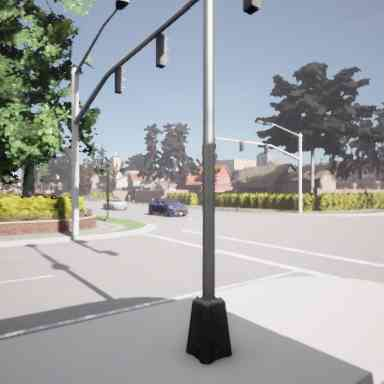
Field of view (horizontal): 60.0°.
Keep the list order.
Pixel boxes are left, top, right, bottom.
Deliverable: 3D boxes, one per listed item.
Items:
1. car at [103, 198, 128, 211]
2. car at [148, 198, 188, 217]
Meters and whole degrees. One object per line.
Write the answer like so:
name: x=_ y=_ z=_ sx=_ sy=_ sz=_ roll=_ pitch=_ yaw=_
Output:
car: x=-9.618 y=1.517 z=41.476 sx=1.812 sy=1.442 sz=4.674 roll=0 pitch=0 yaw=-36
car: x=-2.308 y=1.343 z=31.375 sx=2.097 sy=1.767 sz=4.553 roll=0 pitch=0 yaw=-36
